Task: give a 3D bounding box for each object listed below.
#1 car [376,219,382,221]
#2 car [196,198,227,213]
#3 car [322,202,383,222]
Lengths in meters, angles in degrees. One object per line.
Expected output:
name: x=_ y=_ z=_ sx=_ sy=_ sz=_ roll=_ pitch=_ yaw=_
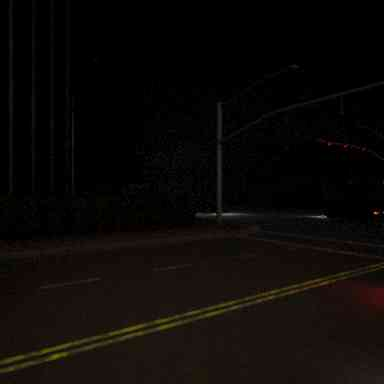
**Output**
car: x=7.005 y=1.504 z=8.898 sx=4.892 sy=1.490 sz=1.837 roll=0 pitch=0 yaw=-37
car: x=1.705 y=1.448 z=35.916 sx=1.837 sy=1.490 sz=4.892 roll=0 pitch=0 yaw=-35
car: x=12.799 y=1.516 z=26.087 sx=2.033 sy=1.411 sz=5.357 roll=0 pitch=0 yaw=-22
